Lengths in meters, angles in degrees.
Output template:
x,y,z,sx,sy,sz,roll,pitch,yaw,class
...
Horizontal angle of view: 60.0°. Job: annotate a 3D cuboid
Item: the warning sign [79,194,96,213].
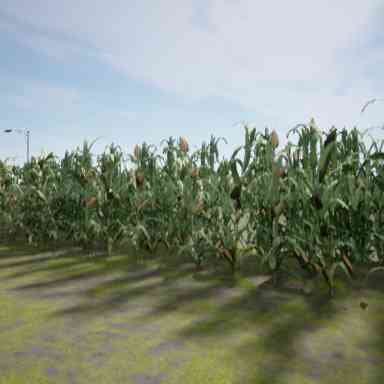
x,y,z,sx,sy,sz,roll,pitch,yaw,class
-10.649,1.173,33.947,1.300,1.860,1.060,1,1,35,warning sign
